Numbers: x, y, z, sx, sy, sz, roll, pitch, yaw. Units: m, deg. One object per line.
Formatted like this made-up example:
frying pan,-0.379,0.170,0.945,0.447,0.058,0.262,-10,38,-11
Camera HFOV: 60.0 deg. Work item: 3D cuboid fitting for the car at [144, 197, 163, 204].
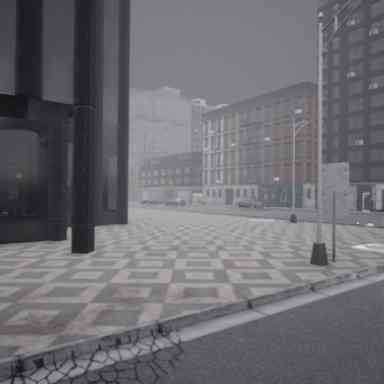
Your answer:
car,-8.023,1.817,69.252,1.994,1.385,4.181,1,-1,-35

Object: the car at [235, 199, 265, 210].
car,8.055,1.702,46.711,2.128,1.511,4.902,1,-1,-35

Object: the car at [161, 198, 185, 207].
car,-2.891,1.721,56.348,1.812,1.442,4.674,1,-1,-35

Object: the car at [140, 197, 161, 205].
car,-8.321,1.810,63.902,1.895,1.301,4.718,1,-1,-35
